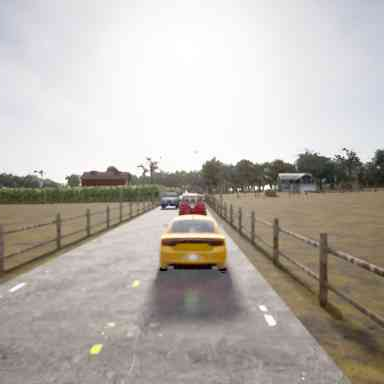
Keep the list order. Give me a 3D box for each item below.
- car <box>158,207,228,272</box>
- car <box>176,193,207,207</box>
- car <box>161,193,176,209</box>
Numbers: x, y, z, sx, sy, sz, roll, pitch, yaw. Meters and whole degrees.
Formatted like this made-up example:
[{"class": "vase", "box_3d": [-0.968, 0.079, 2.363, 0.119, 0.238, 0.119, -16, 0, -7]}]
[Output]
[{"class": "car", "box_3d": [0.044, 1.480, 10.838, 1.882, 1.535, 5.008, 0, 0, 1]}, {"class": "car", "box_3d": [0.059, 1.198, 28.044, 2.150, 2.045, 5.566, 0, 0, 0]}, {"class": "car", "box_3d": [-2.852, 1.133, 43.930, 2.150, 2.045, 5.566, 0, 0, 0]}]
